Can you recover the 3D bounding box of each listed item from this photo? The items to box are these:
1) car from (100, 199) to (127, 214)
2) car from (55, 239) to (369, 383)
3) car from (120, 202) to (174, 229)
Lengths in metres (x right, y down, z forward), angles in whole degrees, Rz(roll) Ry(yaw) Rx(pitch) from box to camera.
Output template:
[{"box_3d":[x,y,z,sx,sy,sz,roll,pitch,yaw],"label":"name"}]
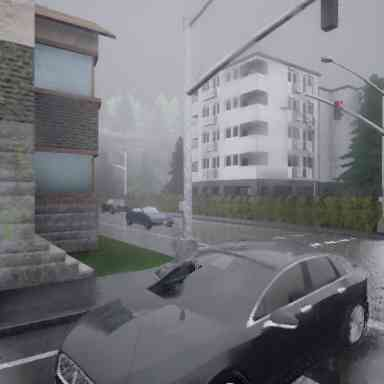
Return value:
[{"box_3d":[-8.750,1.530,37.621,2.097,1.767,4.553,0,0,-35],"label":"car"},{"box_3d":[0.749,1.502,4.478,4.892,1.490,1.837,0,3,-43],"label":"car"},{"box_3d":[-3.098,1.703,23.339,1.812,1.442,4.674,0,0,-36],"label":"car"}]
